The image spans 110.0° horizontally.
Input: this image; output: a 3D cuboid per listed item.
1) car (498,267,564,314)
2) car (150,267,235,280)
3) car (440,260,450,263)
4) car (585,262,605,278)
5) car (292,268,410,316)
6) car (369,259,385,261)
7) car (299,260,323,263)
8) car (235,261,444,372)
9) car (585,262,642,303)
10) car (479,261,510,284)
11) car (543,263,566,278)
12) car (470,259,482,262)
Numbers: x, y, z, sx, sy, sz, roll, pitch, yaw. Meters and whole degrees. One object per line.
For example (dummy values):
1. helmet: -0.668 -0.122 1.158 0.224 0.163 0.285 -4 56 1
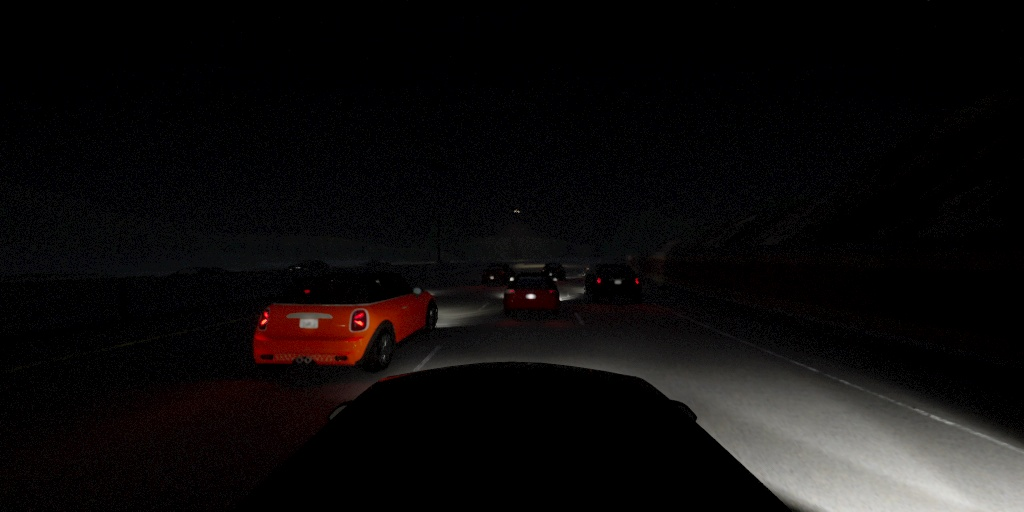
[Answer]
1. car: 0.822 1.322 13.940 1.994 1.385 4.181 0 0 5
2. car: -16.432 1.269 18.809 1.994 1.385 4.181 0 0 7
3. car: -11.411 1.338 58.309 1.895 1.301 4.718 0 0 15
4. car: 8.275 1.316 35.621 1.812 1.442 4.674 0 0 14
5. car: -6.190 1.283 14.713 2.033 1.411 5.357 0 0 6
6. car: -17.947 1.205 47.005 2.128 1.511 4.902 0 0 14
7. car: -23.098 1.197 40.808 1.837 1.490 4.892 0 0 14
8. car: -3.136 1.095 7.830 2.097 1.767 4.553 0 0 3
9. car: 4.710 1.123 17.178 2.097 1.767 4.553 0 0 7
10. car: -0.930 1.283 26.475 1.812 1.442 4.674 0 0 10
11. car: 3.618 1.299 31.150 1.812 1.442 4.674 0 0 13
12. car: -6.395 1.292 63.804 1.812 1.442 4.674 0 0 14
